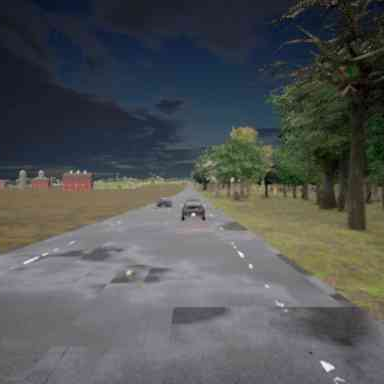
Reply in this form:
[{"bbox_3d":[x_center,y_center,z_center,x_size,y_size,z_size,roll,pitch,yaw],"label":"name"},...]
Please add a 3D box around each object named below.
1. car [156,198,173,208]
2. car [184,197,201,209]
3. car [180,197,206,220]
[{"bbox_3d":[-3.535,1.413,43.192,1.895,1.301,4.718,0,0,1],"label":"car"},{"bbox_3d":[0.111,1.365,42.482,2.033,1.411,5.357,0,0,0],"label":"car"},{"bbox_3d":[0.104,1.422,27.218,1.837,1.490,4.892,0,1,0],"label":"car"}]
